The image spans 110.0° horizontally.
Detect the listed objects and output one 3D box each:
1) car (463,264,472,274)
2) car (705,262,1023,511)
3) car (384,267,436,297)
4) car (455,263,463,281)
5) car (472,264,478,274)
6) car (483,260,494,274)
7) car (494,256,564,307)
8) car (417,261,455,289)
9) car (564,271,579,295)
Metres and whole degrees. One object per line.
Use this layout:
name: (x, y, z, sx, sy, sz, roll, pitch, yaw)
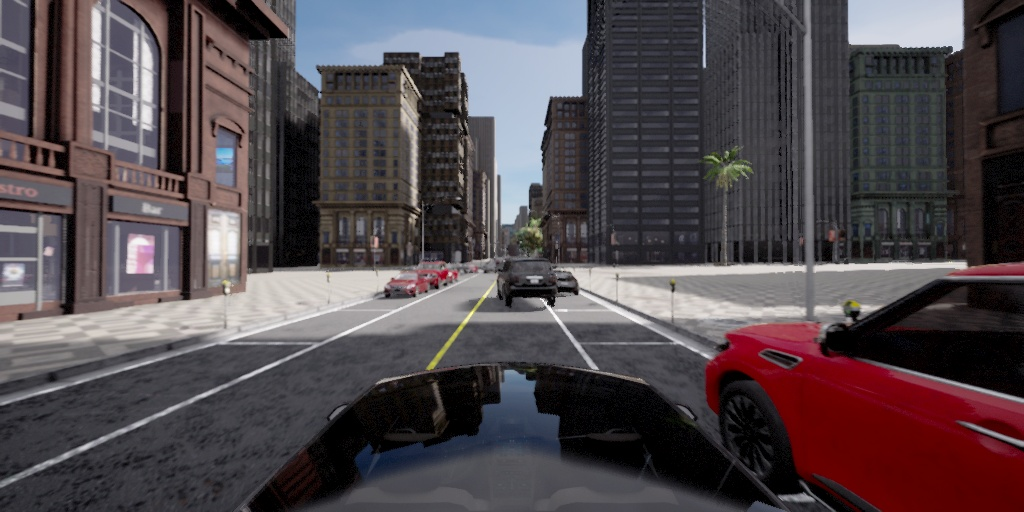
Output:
car: (-7.433, 1.531, 44.077, 4.403, 1.370, 2.007, 0, 0, -9)
car: (3.104, 0.968, 1.409, 2.150, 2.045, 5.566, 0, -1, 0)
car: (-5.738, 1.518, 20.060, 1.802, 1.307, 4.207, 0, 0, 0)
car: (-5.723, 1.475, 30.662, 1.967, 1.591, 4.097, 0, 0, 0)
car: (-5.696, 1.768, 49.992, 1.802, 1.307, 4.207, 0, 0, 0)
car: (-2.994, 1.693, 50.027, 1.837, 1.490, 4.892, 0, -1, 1)
car: (0.560, 1.124, 16.760, 2.150, 2.045, 5.566, 0, -1, -7)
car: (-5.731, 1.302, 25.360, 2.192, 1.841, 5.009, 0, 0, 0)
car: (2.788, 1.512, 21.007, 1.948, 1.339, 4.313, 0, 0, 0)
